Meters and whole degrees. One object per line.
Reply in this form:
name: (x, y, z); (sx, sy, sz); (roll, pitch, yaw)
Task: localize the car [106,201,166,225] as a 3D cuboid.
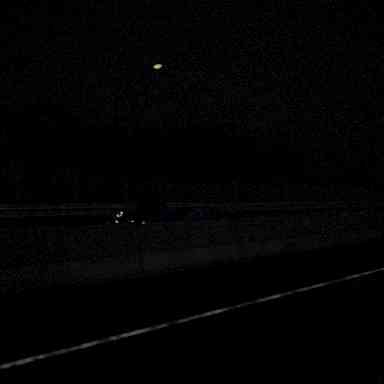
car: (-3.539, 1.456, 22.949); (4.553, 1.767, 2.097); (1, 0, -35)

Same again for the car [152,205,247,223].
car: (0.694, 1.584, 17.369); (5.008, 1.535, 1.882); (1, 0, -35)

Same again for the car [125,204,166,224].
car: (-1.037, 1.657, 20.433); (5.357, 1.411, 2.033); (1, 0, -35)
